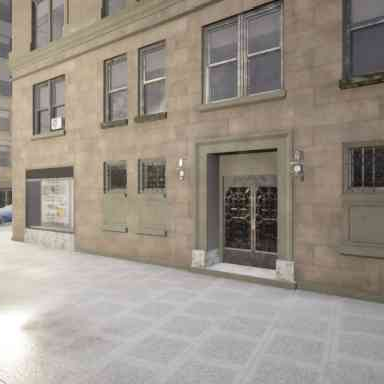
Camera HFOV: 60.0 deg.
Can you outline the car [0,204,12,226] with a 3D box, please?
[{"bbox_3d":[-11.927,1.512,23.060,2.033,1.411,5.357,0,0,39],"label":"car"}]
